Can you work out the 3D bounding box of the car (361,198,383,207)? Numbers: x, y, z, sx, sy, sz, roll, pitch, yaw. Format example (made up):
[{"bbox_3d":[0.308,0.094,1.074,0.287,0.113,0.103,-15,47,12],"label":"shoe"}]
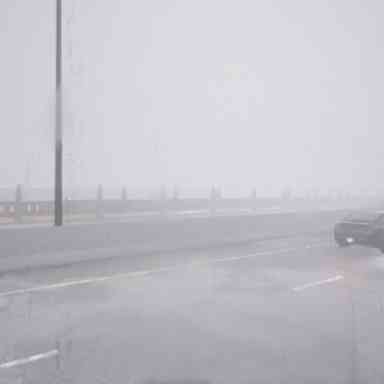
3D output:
[{"bbox_3d":[24.118,1.560,43.647,4.892,1.490,1.837,1,0,-37],"label":"car"}]

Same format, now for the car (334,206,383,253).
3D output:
[{"bbox_3d":[7.780,1.521,13.664,4.892,1.490,1.837,0,0,-36],"label":"car"}]
